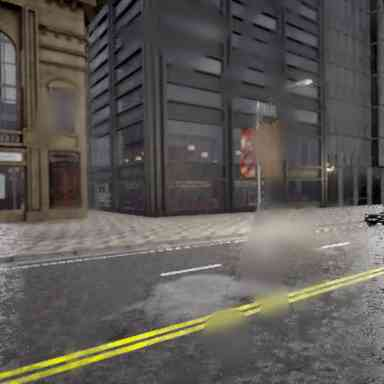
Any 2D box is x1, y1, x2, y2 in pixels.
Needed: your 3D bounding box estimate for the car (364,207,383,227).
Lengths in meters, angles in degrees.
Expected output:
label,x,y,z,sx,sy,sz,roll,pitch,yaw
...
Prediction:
label,x,y,z,sx,sy,sz,roll,pitch,yaw
car,12.758,1.528,20.757,4.718,1.301,1.895,0,0,-35
